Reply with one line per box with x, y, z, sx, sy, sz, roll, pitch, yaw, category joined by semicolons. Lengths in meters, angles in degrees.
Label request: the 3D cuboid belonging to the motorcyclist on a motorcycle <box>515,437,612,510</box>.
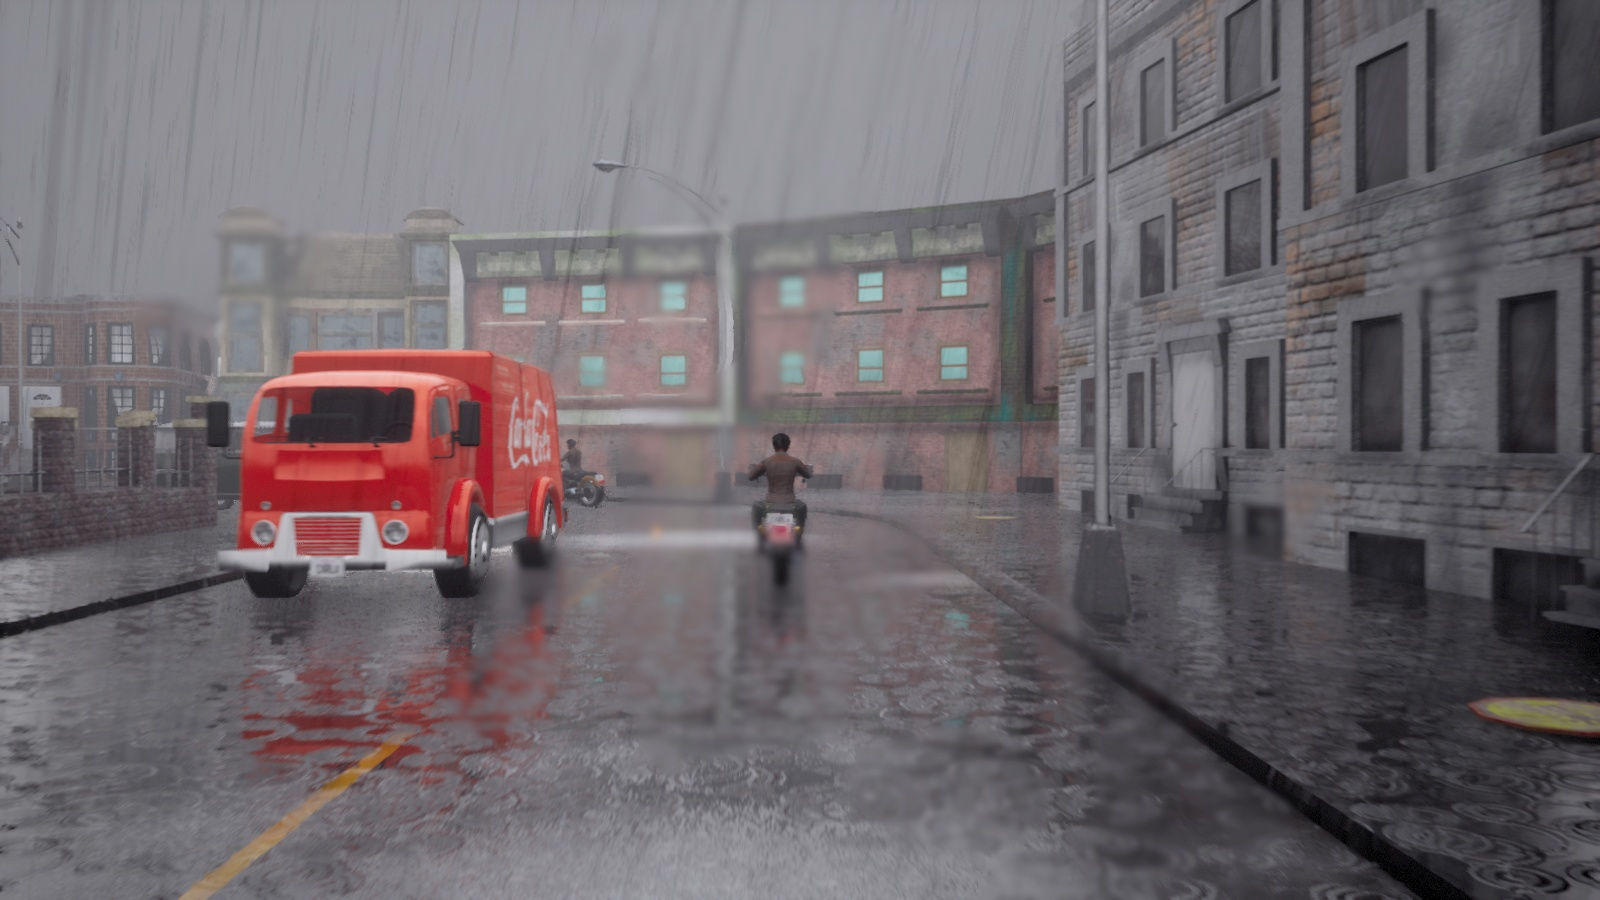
-5.555;0.536;29.455;2.350;1.649;0.766;0;1;34;motorcyclist on a motorcycle

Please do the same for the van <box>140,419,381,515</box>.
-11.529;0.347;27.013;4.442;1.987;1.775;0;0;2;van

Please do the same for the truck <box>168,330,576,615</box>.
-4.170;0.185;13.482;2.627;2.467;5.204;0;0;0;truck

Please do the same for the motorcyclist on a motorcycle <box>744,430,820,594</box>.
-0.199;0.622;13.843;0.766;1.649;2.350;0;0;-1;motorcyclist on a motorcycle
